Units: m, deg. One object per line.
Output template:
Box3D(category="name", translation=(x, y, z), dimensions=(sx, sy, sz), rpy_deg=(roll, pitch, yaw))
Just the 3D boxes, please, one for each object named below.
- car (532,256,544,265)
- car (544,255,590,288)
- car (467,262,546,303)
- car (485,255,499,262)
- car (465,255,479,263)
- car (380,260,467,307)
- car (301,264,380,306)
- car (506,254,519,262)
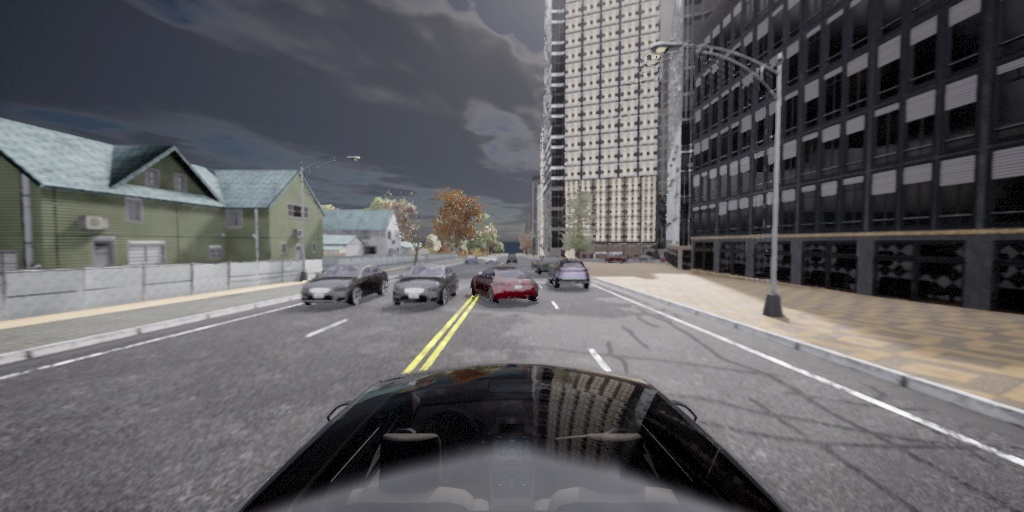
Box3D(category="car", translation=(3.247, 0.726, 32.034), dimensions=(2.097, 1.767, 4.553), rpy_deg=(0, 1, 0))
Box3D(category="car", translation=(3.248, 0.938, 21.062), dimensions=(2.033, 1.649, 4.856), rpy_deg=(0, 1, 0))
Box3D(category="car", translation=(-0.431, 1.137, 15.644), dimensions=(1.994, 1.385, 4.181), rpy_deg=(-1, 1, -21))
Box3D(category="car", translation=(-3.294, 0.594, 58.312), dimensions=(1.812, 1.442, 4.674), rpy_deg=(0, 1, 1))
Box3D(category="car", translation=(-6.545, 0.594, 58.313), dimensions=(1.812, 1.442, 4.674), rpy_deg=(0, 1, 1))
Box3D(category="car", translation=(-3.348, 1.077, 14.657), dimensions=(2.128, 1.511, 4.902), rpy_deg=(0, 1, 0))
Box3D(category="car", translation=(-6.597, 1.077, 14.690), dimensions=(2.128, 1.511, 4.902), rpy_deg=(0, 1, 0))
Box3D(category="car", translation=(0.017, 0.559, 59.645), dimensions=(1.837, 1.490, 4.892), rpy_deg=(0, 1, 1))
